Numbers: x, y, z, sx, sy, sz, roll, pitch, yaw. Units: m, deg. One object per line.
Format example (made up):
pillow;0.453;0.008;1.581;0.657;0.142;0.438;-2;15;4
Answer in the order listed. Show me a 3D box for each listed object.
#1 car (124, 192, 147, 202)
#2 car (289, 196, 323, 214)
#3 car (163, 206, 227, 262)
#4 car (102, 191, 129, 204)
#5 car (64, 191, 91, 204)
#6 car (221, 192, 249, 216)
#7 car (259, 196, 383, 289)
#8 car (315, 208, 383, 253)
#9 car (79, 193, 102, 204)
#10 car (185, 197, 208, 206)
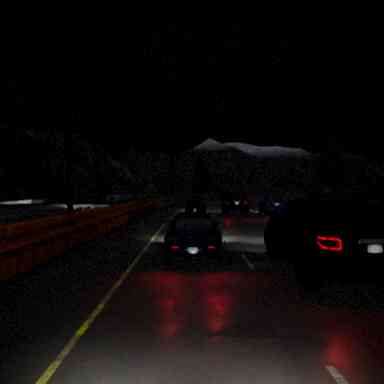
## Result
car;-8.021;1.174;49.863;1.994;1.385;4.181;0;0;11
car;11.032;1.220;32.543;1.882;1.535;5.008;0;0;4
car;0.051;1.434;11.609;1.812;1.442;4.674;0;1;0
car;-11.295;0.822;51.479;2.150;2.045;5.566;0;0;11
car;-18.084;0.807;53.239;2.150;2.045;5.566;0;0;11
car;3.817;0.985;29.847;2.150;2.045;5.566;0;0;3
car;3.539;1.151;9.074;2.150;2.045;5.566;0;1;0
car;7.061;1.487;14.200;1.895;1.301;4.718;0;0;0
car;-14.940;1.203;51.057;1.895;1.301;4.718;0;0;11
car;0.409;1.260;31.126;1.837;1.490;4.892;0;0;3
